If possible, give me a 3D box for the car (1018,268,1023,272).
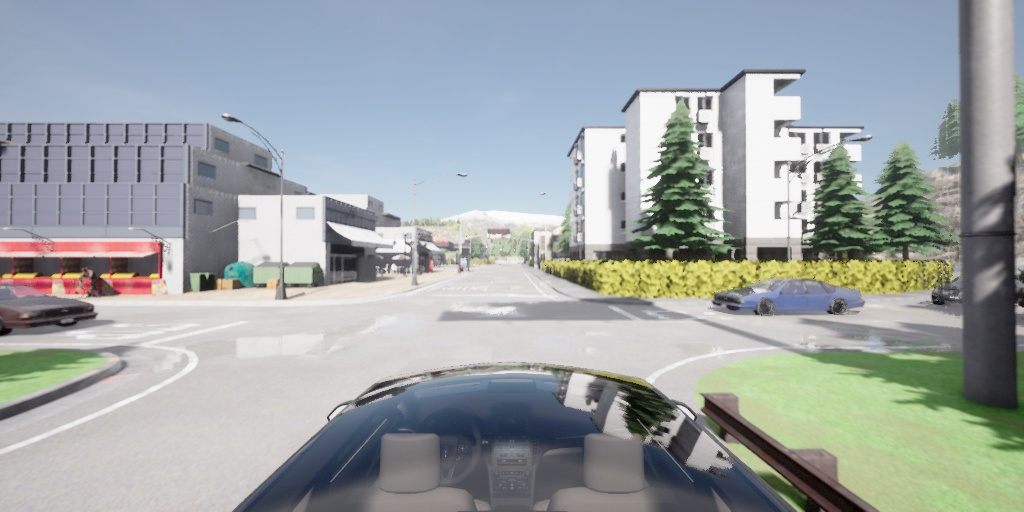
[{"bbox_3d":[34.682,1.352,23.122,5.566,2.045,2.150,0,-1,-38],"label":"car"}]

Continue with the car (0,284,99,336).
[{"bbox_3d":[-16.042,1.560,10.847,5.357,1.411,2.033,0,-1,1],"label":"car"}]

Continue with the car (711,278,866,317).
[{"bbox_3d":[11.075,1.596,14.485,5.357,1.411,2.033,0,-1,-5],"label":"car"}]

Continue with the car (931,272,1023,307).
[{"bbox_3d":[21.702,1.593,16.541,4.674,1.442,1.812,0,-1,-19],"label":"car"}]

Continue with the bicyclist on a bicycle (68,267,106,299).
[{"bbox_3d":[-21.800,1.386,18.436,0.582,1.620,1.656,0,0,1],"label":"bicyclist on a bicycle"}]
